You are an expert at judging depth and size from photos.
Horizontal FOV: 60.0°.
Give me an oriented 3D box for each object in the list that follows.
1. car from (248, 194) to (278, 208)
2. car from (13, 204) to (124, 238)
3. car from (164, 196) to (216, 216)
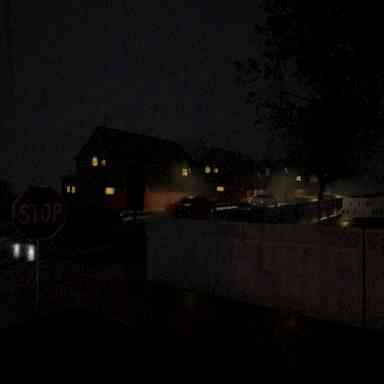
[{"bbox_3d":[7.765,0.927,36.022,1.812,1.442,4.674,2,2,35],"label":"car"},{"bbox_3d":[-5.898,1.308,16.690,2.033,1.411,5.357,2,2,35],"label":"car"},{"bbox_3d":[-0.042,1.084,24.978,1.882,1.535,5.008,2,2,35],"label":"car"}]
